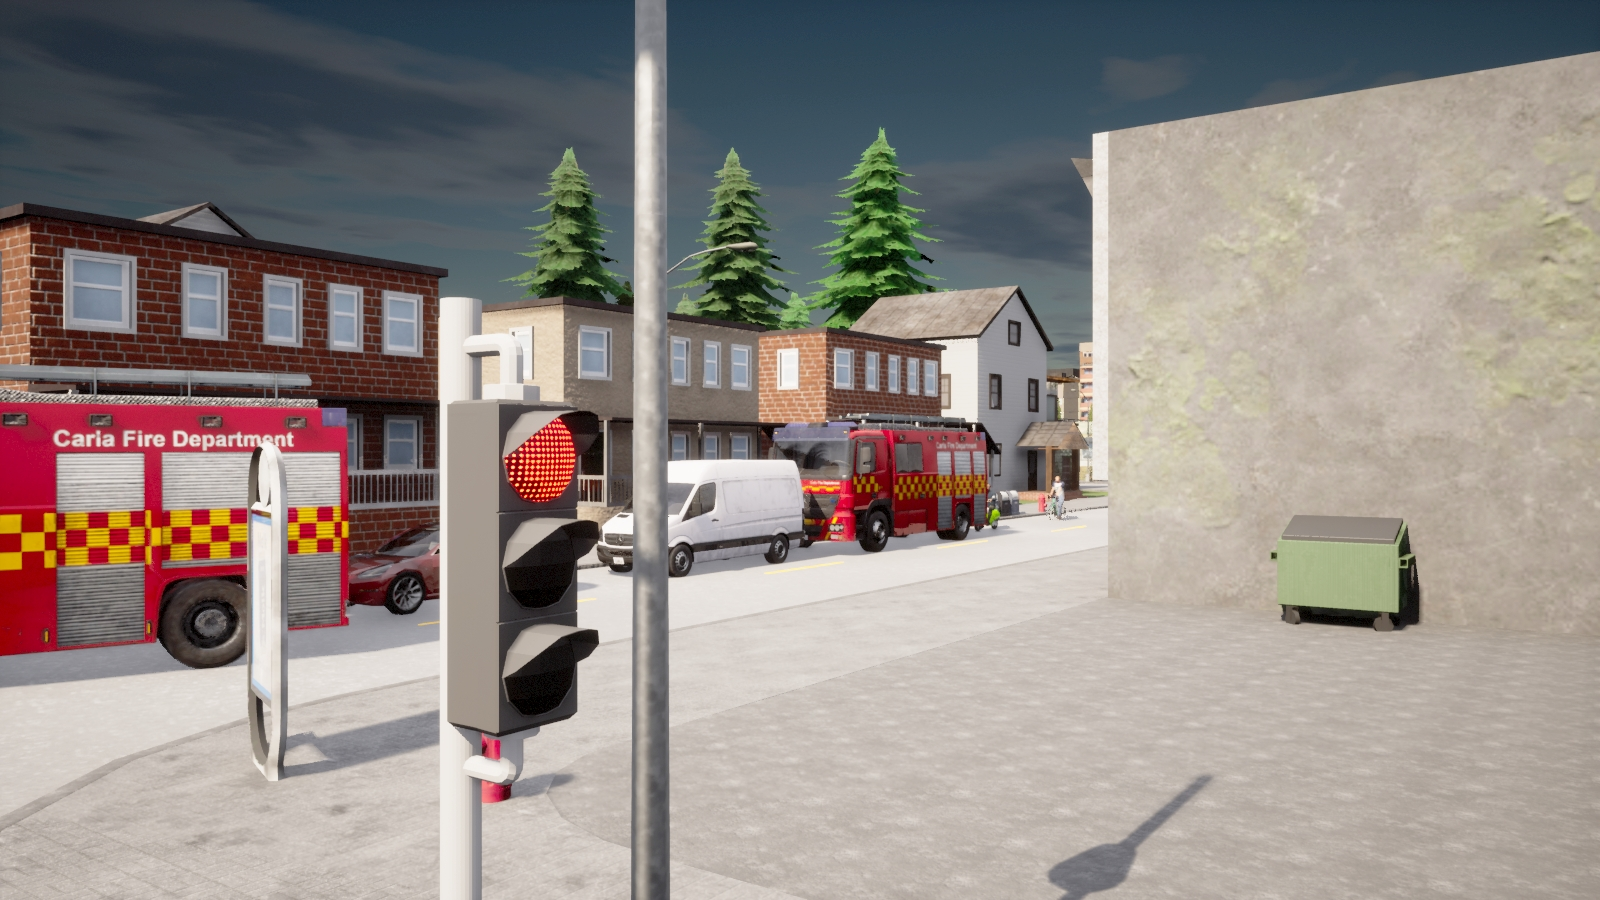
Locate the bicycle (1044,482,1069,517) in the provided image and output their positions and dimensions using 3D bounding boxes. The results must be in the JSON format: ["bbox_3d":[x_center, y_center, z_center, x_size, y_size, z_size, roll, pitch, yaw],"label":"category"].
[{"bbox_3d":[10.067,1.928,44.845,0.373,1.296,1.643,0,0,35],"label":"bicycle"}]

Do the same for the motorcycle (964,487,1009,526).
[{"bbox_3d":[6.506,1.955,39.767,0.856,1.236,1.805,0,0,35],"label":"motorcycle"}]

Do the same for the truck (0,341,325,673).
[{"bbox_3d":[-10.608,0.661,13.920,8.468,3.827,2.891,0,0,-35],"label":"truck"}]

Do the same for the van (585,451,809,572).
[{"bbox_3d":[-2.273,1.307,27.238,1.988,2.561,5.915,0,0,35],"label":"van"}]

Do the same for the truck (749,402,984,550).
[{"bbox_3d":[2.235,0.662,33.662,2.891,3.827,8.468,0,0,35],"label":"truck"}]

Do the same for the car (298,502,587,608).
[{"bbox_3d":[-6.479,1.835,21.240,2.163,1.488,4.792,0,0,35],"label":"car"}]
